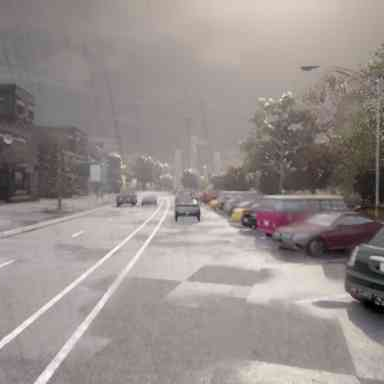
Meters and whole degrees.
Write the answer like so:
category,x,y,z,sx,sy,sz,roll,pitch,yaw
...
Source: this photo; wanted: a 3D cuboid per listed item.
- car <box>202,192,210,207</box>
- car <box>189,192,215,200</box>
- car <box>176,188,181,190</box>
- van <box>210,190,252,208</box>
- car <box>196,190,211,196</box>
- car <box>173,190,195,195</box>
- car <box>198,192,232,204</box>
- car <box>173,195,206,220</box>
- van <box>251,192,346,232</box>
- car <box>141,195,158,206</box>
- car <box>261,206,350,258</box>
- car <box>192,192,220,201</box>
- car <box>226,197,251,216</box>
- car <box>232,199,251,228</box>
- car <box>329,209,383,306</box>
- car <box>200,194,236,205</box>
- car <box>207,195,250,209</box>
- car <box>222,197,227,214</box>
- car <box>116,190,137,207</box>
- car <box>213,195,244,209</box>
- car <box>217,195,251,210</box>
category,x,y,z,sx,sy,sz,roll,pitch,yaw
car,4.251,1.114,35.871,5.366,1.575,1.946,0,1,-23
car,2.123,0.800,68.538,5.008,1.535,2.097,1,1,-26
car,-0.808,0.326,95.135,5.566,2.045,2.435,0,1,-28
van,4.457,0.927,32.927,4.442,1.987,1.878,0,1,-23
car,3.965,0.770,44.856,5.566,2.045,2.435,1,0,-24
car,-1.125,0.925,41.577,2.097,1.767,4.553,0,1,-3
car,3.522,0.834,50.763,4.553,1.767,2.185,0,0,-24
car,-0.366,1.253,25.050,2.128,1.511,4.902,0,0,-2
van,5.252,1.130,15.249,4.442,1.987,1.878,1,0,-21
car,-5.606,1.117,44.051,1.994,1.385,4.181,0,1,-3
car,5.198,1.423,12.232,4.674,1.452,2.002,1,1,-21
car,2.635,0.850,62.623,5.008,1.535,2.097,0,0,-25
car,5.170,1.291,21.213,5.366,1.575,1.946,1,0,-22
car,5.069,1.324,18.175,5.008,1.535,2.097,1,0,-22
car,5.244,1.310,6.280,4.553,1.767,2.185,1,0,-21
car,3.753,1.030,47.806,4.674,1.452,2.002,0,1,-24
car,4.273,1.125,38.912,4.674,1.452,2.002,0,1,-23
car,4.896,1.299,24.113,4.674,1.452,2.002,1,0,-22
car,-8.357,0.788,43.116,2.150,2.045,5.566,0,1,-3
car,4.685,1.229,30.011,4.674,1.452,2.002,0,0,-23
car,4.779,1.264,27.059,4.674,1.452,2.002,0,1,-22
